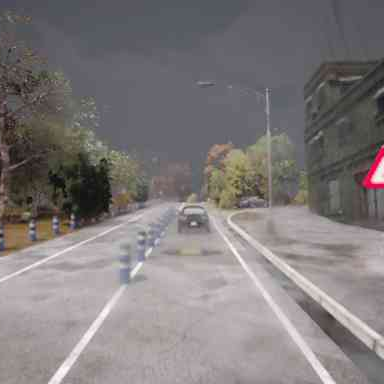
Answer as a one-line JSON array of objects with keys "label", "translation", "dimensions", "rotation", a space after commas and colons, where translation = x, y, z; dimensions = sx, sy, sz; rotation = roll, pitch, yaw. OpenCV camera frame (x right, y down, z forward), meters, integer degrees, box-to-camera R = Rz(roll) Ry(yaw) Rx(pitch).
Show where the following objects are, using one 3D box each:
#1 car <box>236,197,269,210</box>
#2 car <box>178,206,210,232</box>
[{"label": "car", "translation": [7.205, 1.337, 39.233], "dimensions": [2.128, 1.511, 4.902], "rotation": [-7, -6, 44]}, {"label": "car", "translation": [0.112, 1.552, 20.077], "dimensions": [1.812, 1.442, 4.674], "rotation": [0, 0, 0]}]
